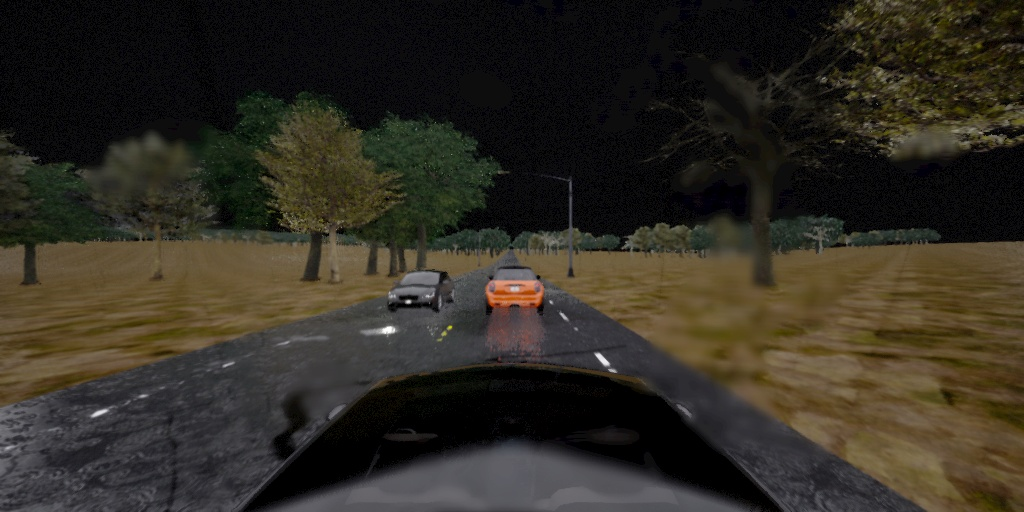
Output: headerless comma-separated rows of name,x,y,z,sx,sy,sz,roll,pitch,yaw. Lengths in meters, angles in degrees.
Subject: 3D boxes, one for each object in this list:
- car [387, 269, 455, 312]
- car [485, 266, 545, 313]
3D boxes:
car,-3.500,1.318,14.525,1.837,1.490,4.892,0,0,0
car,0.098,1.162,14.341,2.097,1.767,4.553,0,-1,0
